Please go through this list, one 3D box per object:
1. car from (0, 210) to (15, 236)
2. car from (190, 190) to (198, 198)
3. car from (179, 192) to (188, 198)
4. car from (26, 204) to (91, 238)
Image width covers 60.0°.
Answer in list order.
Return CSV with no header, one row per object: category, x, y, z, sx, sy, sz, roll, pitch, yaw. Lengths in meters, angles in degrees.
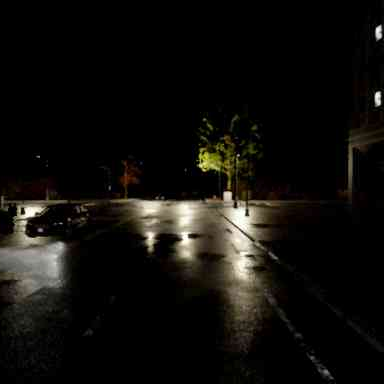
car,-9.831,1.429,15.020,1.812,1.442,4.674,0,0,0
car,0.631,0.639,93.294,2.097,1.767,4.553,0,0,1
car,-2.618,0.822,93.384,2.033,1.411,5.357,0,0,1
car,-6.577,1.382,16.889,2.128,1.511,4.902,0,0,0
